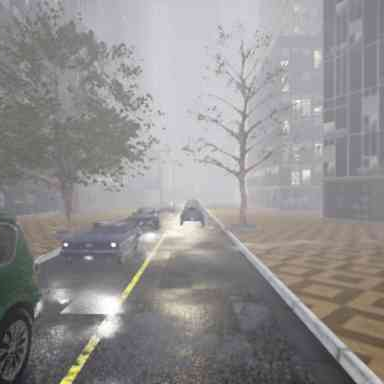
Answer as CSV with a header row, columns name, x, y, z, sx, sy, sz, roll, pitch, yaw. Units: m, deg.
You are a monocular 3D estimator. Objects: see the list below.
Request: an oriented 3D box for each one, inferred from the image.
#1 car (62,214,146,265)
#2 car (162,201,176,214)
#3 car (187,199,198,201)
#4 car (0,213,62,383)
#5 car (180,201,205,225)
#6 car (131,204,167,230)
name,x,y,z,sx,sy,sz,roll,pitch,yaw
car,-3.085,1.689,12.188,1.895,1.301,4.718,0,0,0
car,-2.979,1.860,41.084,2.033,1.411,5.357,0,-1,0
car,0.095,1.674,42.313,2.097,1.767,4.553,0,-1,0
car,-3.097,1.239,2.346,2.150,2.045,5.566,0,0,-1
car,0.036,1.717,25.880,1.812,1.442,4.674,0,0,0
car,-3.047,1.728,22.282,1.994,1.385,4.181,0,0,1
